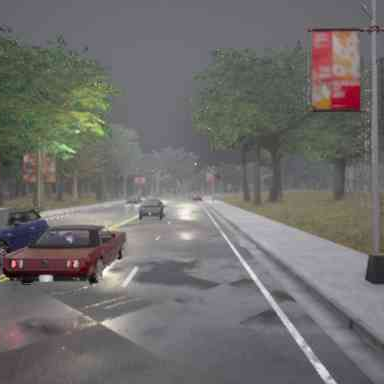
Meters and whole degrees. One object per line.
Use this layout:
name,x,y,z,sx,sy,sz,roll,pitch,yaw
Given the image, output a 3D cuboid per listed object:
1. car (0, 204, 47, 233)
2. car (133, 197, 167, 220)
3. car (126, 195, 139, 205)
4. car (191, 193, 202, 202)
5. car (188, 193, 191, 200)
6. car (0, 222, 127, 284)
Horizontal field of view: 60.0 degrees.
car,-6.596,1.323,11.140,2.097,1.767,4.553,0,0,0
car,-3.144,1.420,27.249,2.128,1.511,4.902,0,0,0
car,-9.792,1.356,55.899,1.837,1.490,4.892,0,0,0
car,1.153,1.329,69.120,1.837,1.490,4.892,0,0,0
car,0.020,1.255,88.783,2.128,1.511,4.902,0,0,0
car,-3.149,1.576,9.414,1.895,1.301,4.718,0,0,0
